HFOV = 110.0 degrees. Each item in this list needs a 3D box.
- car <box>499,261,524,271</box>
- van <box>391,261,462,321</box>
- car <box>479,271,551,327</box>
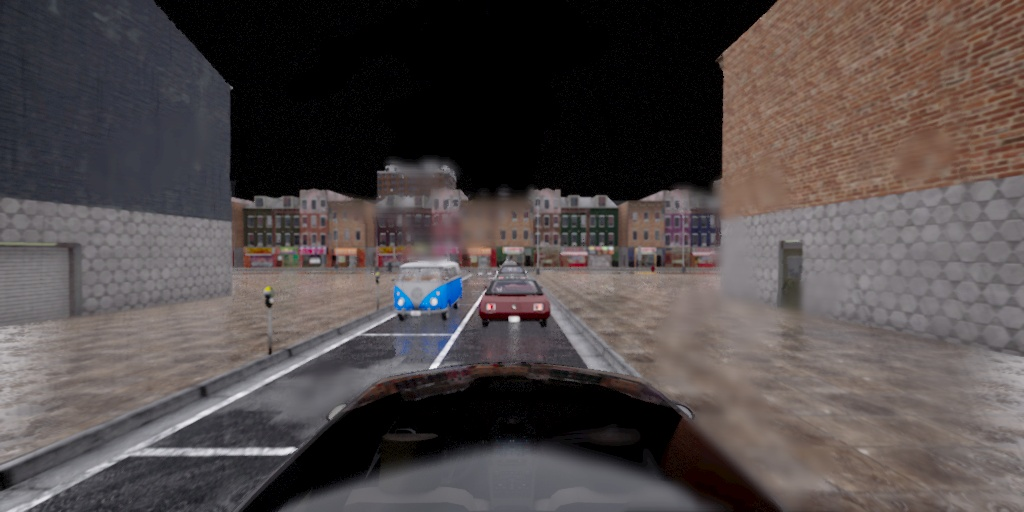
[{"bbox_3d":[-0.007,1.253,22.388,2.033,1.411,5.357,0,0,0],"label":"car"},{"bbox_3d":[-2.689,1.067,12.088,1.690,1.789,3.998,0,0,0],"label":"van"},{"bbox_3d":[0.054,1.328,11.412,1.895,1.301,4.718,0,0,0],"label":"car"}]
